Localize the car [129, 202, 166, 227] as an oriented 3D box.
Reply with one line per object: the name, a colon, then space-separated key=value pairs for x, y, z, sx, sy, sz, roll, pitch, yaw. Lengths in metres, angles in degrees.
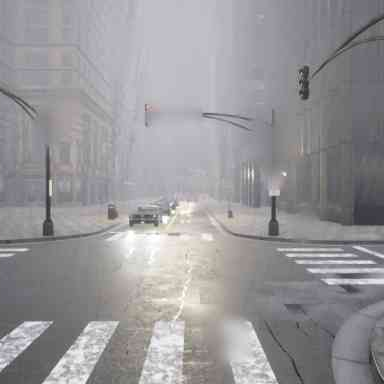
car: x=-3.114 y=1.601 z=23.139 sx=1.895 sy=1.301 sz=4.718 roll=0 pitch=0 yaw=0

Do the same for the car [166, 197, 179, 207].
car: x=-3.086 y=1.531 z=53.125 sx=1.812 sy=1.442 sz=4.674 roll=0 pitch=0 yaw=0

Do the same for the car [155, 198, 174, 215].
car: x=-3.115 y=1.564 z=33.082 sx=1.994 sy=1.385 sz=4.181 roll=0 pitch=0 yaw=0

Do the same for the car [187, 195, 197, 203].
car: x=0.055 y=1.365 z=69.613 sx=2.097 sy=1.767 sz=4.553 roll=0 pitch=0 yaw=0

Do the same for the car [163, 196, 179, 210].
car: x=-3.124 y=1.354 z=43.083 sx=2.097 sy=1.767 sz=4.553 roll=0 pitch=0 yaw=0
